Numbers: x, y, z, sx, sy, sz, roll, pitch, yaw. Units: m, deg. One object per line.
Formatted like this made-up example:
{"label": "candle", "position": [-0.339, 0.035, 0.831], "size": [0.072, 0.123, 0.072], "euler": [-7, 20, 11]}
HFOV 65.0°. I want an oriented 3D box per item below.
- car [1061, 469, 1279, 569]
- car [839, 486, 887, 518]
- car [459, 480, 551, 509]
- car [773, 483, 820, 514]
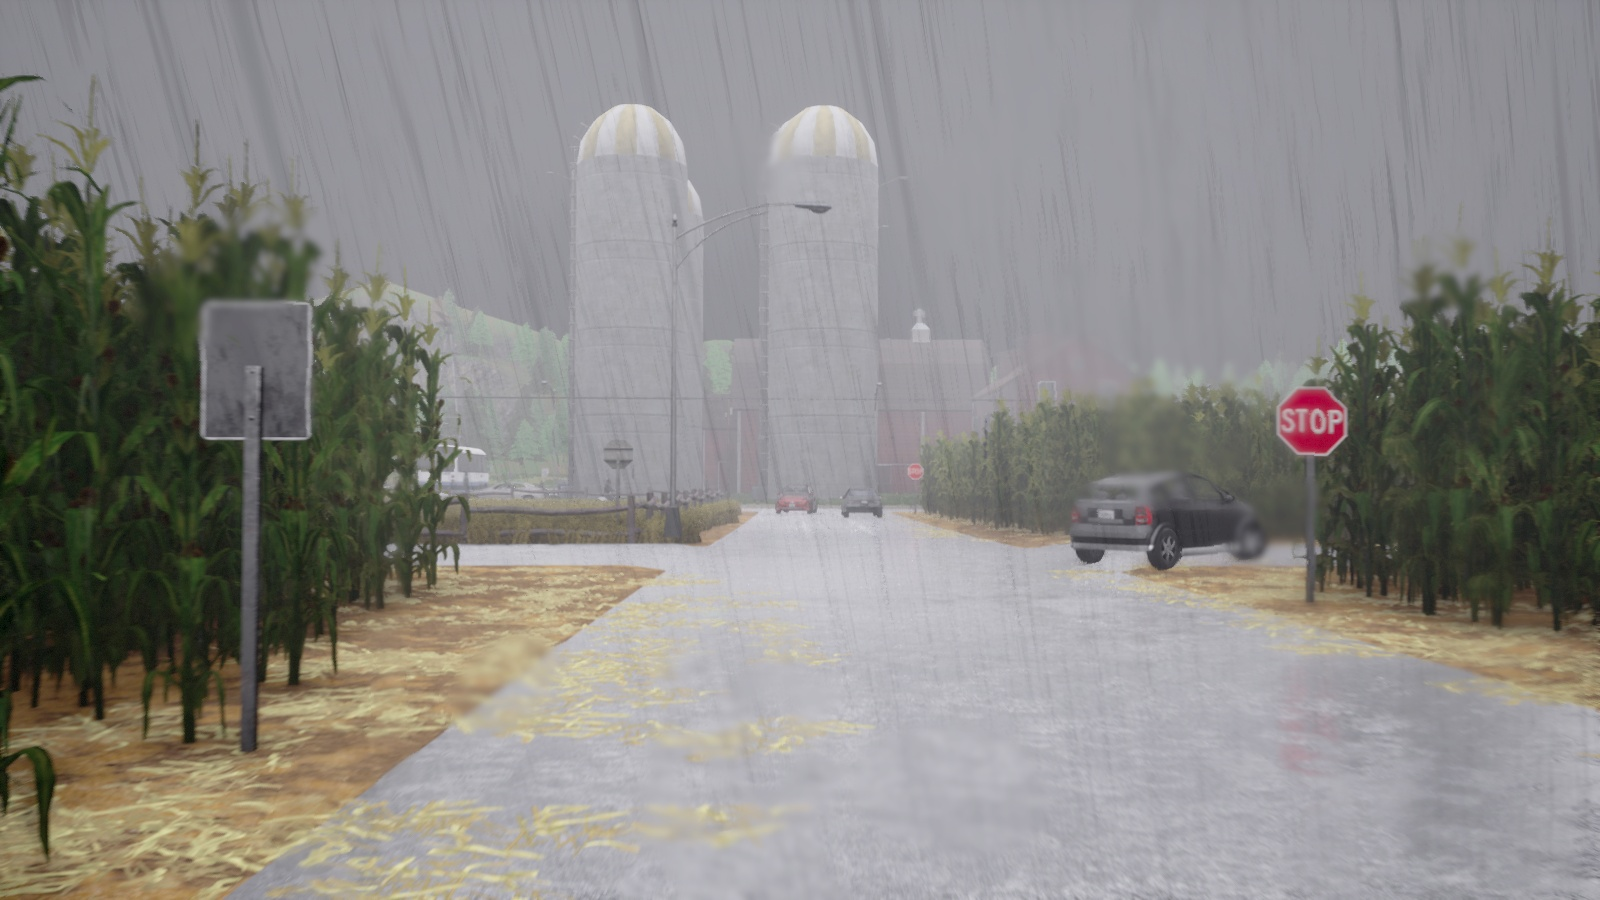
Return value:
{"label": "car", "position": [6.419, 1.127, 21.629], "size": [3.705, 1.549, 1.789], "euler": [0, -2, -39]}
{"label": "car", "position": [2.957, 2.459, 60.098], "size": [2.033, 1.411, 5.357], "euler": [0, -1, 0]}
{"label": "car", "position": [-17.727, 2.668, 75.549], "size": [5.027, 1.651, 2.152], "euler": [0, -1, 0]}
{"label": "car", "position": [-0.139, 2.525, 66.145], "size": [2.007, 1.525, 4.514], "euler": [0, -1, 6]}
